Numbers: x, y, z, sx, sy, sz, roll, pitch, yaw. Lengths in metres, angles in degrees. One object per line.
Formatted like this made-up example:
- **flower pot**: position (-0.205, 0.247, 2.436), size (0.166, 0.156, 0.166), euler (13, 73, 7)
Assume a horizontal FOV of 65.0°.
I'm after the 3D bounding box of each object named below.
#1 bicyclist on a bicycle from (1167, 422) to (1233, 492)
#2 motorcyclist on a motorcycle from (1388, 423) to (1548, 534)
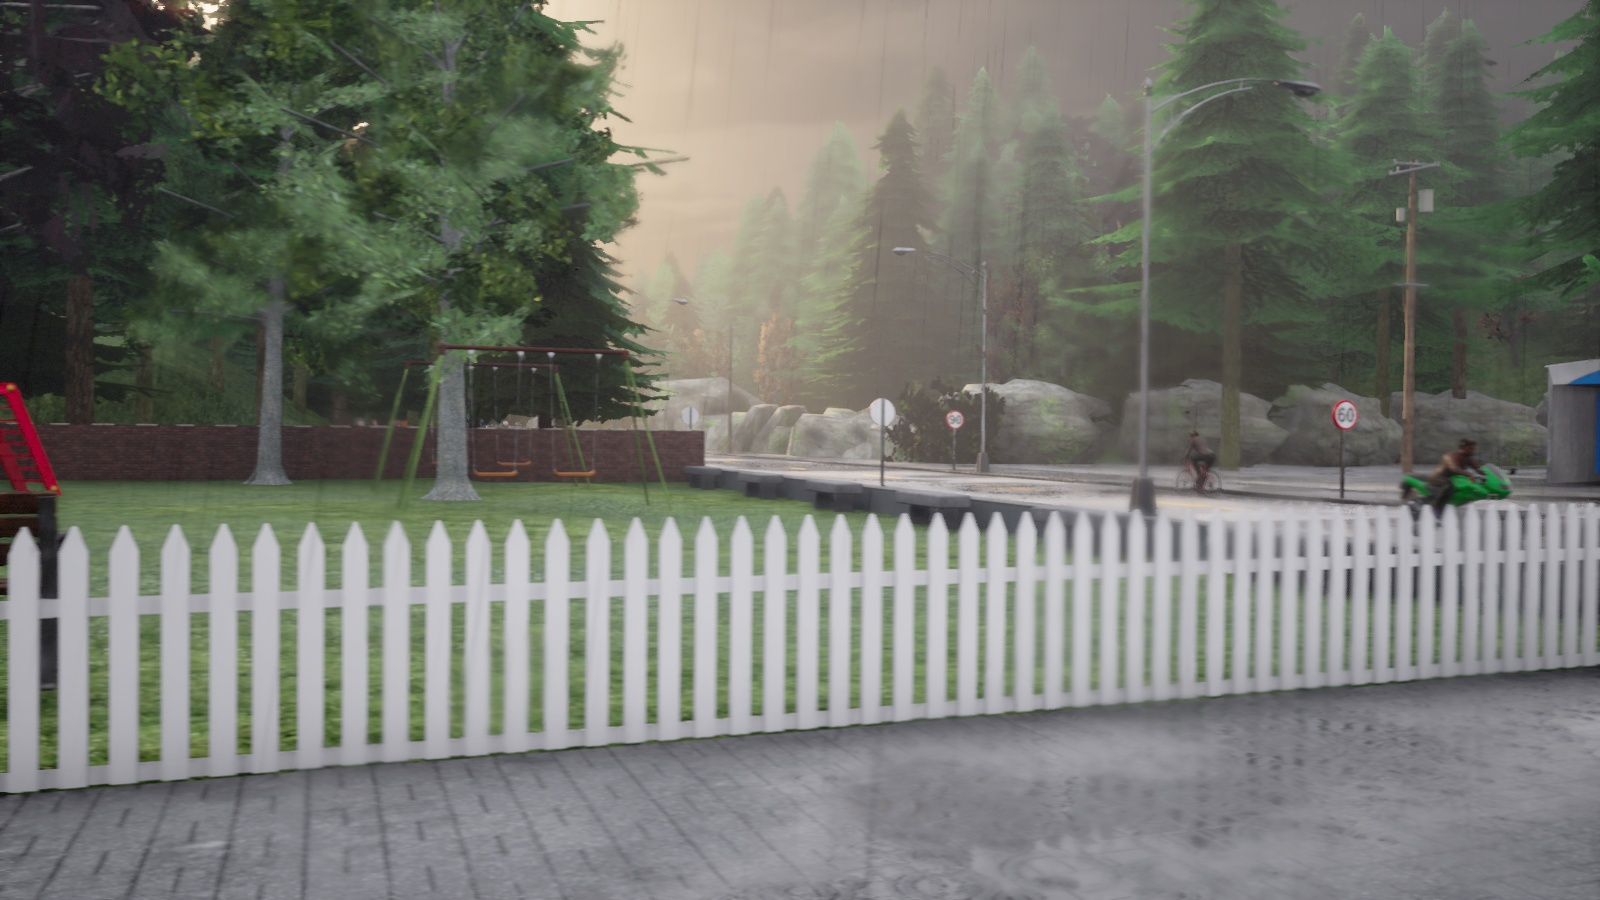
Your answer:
- **bicyclist on a bicycle**: position (9.547, 0.161, 30.041), size (0.582, 1.620, 1.656), euler (-1, 1, -21)
- **motorcyclist on a motorcycle**: position (9.708, 0.378, 18.340), size (0.797, 1.523, 2.044), euler (-1, 1, -21)
